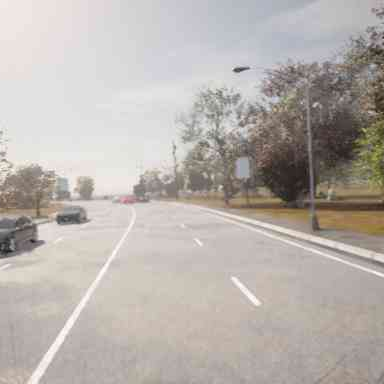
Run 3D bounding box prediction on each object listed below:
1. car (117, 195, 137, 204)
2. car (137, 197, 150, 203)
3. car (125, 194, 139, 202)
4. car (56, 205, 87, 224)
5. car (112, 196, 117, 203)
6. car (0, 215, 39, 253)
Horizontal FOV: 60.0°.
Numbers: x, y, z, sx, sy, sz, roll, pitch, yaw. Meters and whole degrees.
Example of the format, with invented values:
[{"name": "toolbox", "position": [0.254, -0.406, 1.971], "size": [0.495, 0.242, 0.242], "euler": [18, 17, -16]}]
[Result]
[{"name": "car", "position": [-13.852, 1.630, 70.946], "size": [2.097, 1.767, 4.553], "euler": [-3, 0, -23]}, {"name": "car", "position": [-10.700, 1.723, 72.522], "size": [1.895, 1.301, 4.718], "euler": [-3, 0, -23]}, {"name": "car", "position": [-14.812, 1.462, 81.915], "size": [2.097, 1.767, 4.553], "euler": [-3, 0, -27]}, {"name": "car", "position": [-10.658, 1.913, 29.706], "size": [1.882, 1.535, 5.008], "euler": [-3, 1, -9]}, {"name": "car", "position": [-17.937, 1.784, 80.359], "size": [1.812, 1.442, 4.674], "euler": [-3, 0, -27]}, {"name": "car", "position": [-8.769, 1.908, 15.627], "size": [1.837, 1.490, 4.892], "euler": [-3, 1, -7]}]
